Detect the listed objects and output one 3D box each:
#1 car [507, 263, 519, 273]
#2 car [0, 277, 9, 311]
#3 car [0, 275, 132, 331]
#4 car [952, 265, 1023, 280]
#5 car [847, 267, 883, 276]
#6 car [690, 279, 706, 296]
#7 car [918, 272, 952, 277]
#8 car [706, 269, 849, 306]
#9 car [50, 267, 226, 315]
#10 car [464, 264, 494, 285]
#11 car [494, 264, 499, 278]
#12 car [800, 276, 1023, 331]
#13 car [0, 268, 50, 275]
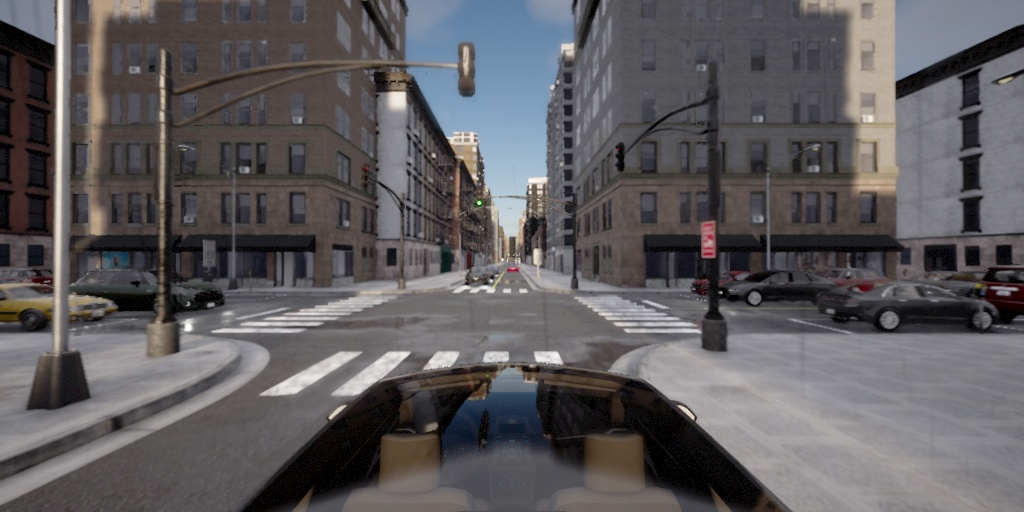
[{"bbox_3d":[0.141,2.017,59.449,1.994,1.385,4.181,0,-1,0],"label":"car"},{"bbox_3d":[-22.448,1.494,13.383,4.718,1.301,1.895,0,0,0],"label":"car"},{"bbox_3d":[-14.906,1.402,10.833,4.829,1.417,1.751,0,0,0],"label":"car"},{"bbox_3d":[17.179,1.199,10.783,5.009,1.841,2.192,0,0,0],"label":"car"},{"bbox_3d":[17.191,1.380,18.808,4.097,1.591,1.967,0,0,0],"label":"car"},{"bbox_3d":[11.782,1.484,18.817,4.507,1.381,1.888,0,0,0],"label":"car"},{"bbox_3d":[21.371,1.428,16.271,4.892,1.490,1.837,0,0,0],"label":"car"},{"bbox_3d":[11.888,1.426,16.282,4.892,1.490,1.837,0,0,0],"label":"car"},{"bbox_3d":[-13.517,1.247,13.415,4.553,1.767,2.097,0,0,-1],"label":"car"},{"bbox_3d":[-2.831,1.597,30.173,1.837,1.490,4.892,0,-1,0],"label":"car"},{"bbox_3d":[-2.824,1.760,39.969,2.033,1.411,5.357,0,-1,0],"label":"car"},{"bbox_3d":[11.769,1.433,10.792,4.403,1.370,2.007,0,0,0],"label":"car"},{"bbox_3d":[-26.387,1.371,18.875,4.097,1.591,1.967,0,0,0],"label":"car"}]
